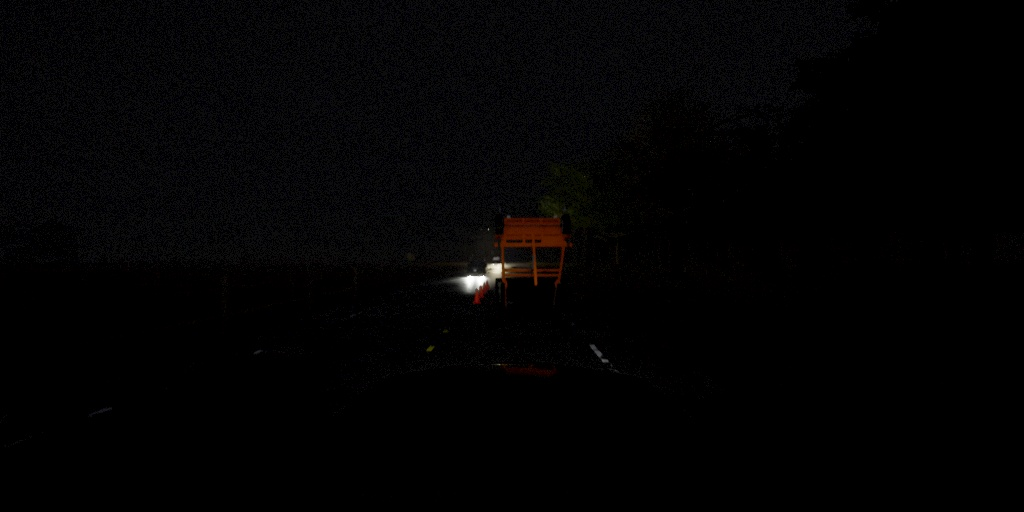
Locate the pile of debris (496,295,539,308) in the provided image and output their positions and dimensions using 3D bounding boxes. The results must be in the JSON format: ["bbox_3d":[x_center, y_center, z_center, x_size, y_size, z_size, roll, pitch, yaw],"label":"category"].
[{"bbox_3d":[0.022,1.875,14.913,1.860,0.140,1.500,0,0,0],"label":"pile of debris"}]

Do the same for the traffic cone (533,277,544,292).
[{"bbox_3d":[1.545,1.646,20.904,0.340,0.580,0.340,0,0,0],"label":"traffic cone"}]

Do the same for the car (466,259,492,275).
[{"bbox_3d":[-3.532,1.125,36.919,2.128,1.511,4.902,0,0,0],"label":"car"}]

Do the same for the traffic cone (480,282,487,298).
[{"bbox_3d":[-1.459,1.658,16.910,0.340,0.580,0.340,0,0,0],"label":"traffic cone"}]

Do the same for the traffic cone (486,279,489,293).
[{"bbox_3d":[-1.456,1.652,18.910,0.340,0.580,0.340,0,0,0],"label":"traffic cone"}]

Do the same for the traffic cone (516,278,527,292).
[{"bbox_3d":[0.546,1.646,20.906,0.340,0.580,0.340,0,0,0],"label":"traffic cone"}]

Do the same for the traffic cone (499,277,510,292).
[{"bbox_3d":[-0.453,1.645,20.908,0.340,0.580,0.340,0,0,0],"label":"traffic cone"}]

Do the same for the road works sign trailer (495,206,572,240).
[{"bbox_3d":[0.629,-2.384,10.113,2.380,3.560,2.880,0,0,0],"label":"road works sign trailer"}]

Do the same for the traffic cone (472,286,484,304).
[{"bbox_3d":[-1.462,1.665,14.910,0.340,0.580,0.340,0,0,0],"label":"traffic cone"}]
